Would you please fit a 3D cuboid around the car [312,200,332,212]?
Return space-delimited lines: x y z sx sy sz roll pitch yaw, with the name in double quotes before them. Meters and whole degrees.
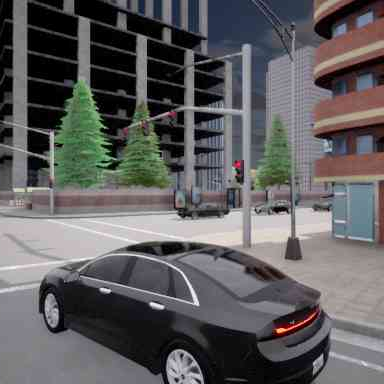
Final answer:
"car" 16.646 1.407 40.273 4.553 1.767 2.097 0 0 -35

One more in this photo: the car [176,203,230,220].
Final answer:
"car" 0.983 1.656 29.065 4.718 1.301 1.895 0 0 -36

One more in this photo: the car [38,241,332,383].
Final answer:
"car" -0.534 1.505 5.001 4.892 1.490 1.837 0 0 41

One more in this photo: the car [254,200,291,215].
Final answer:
"car" 8.563 1.547 34.501 4.902 1.511 2.128 0 0 -36
